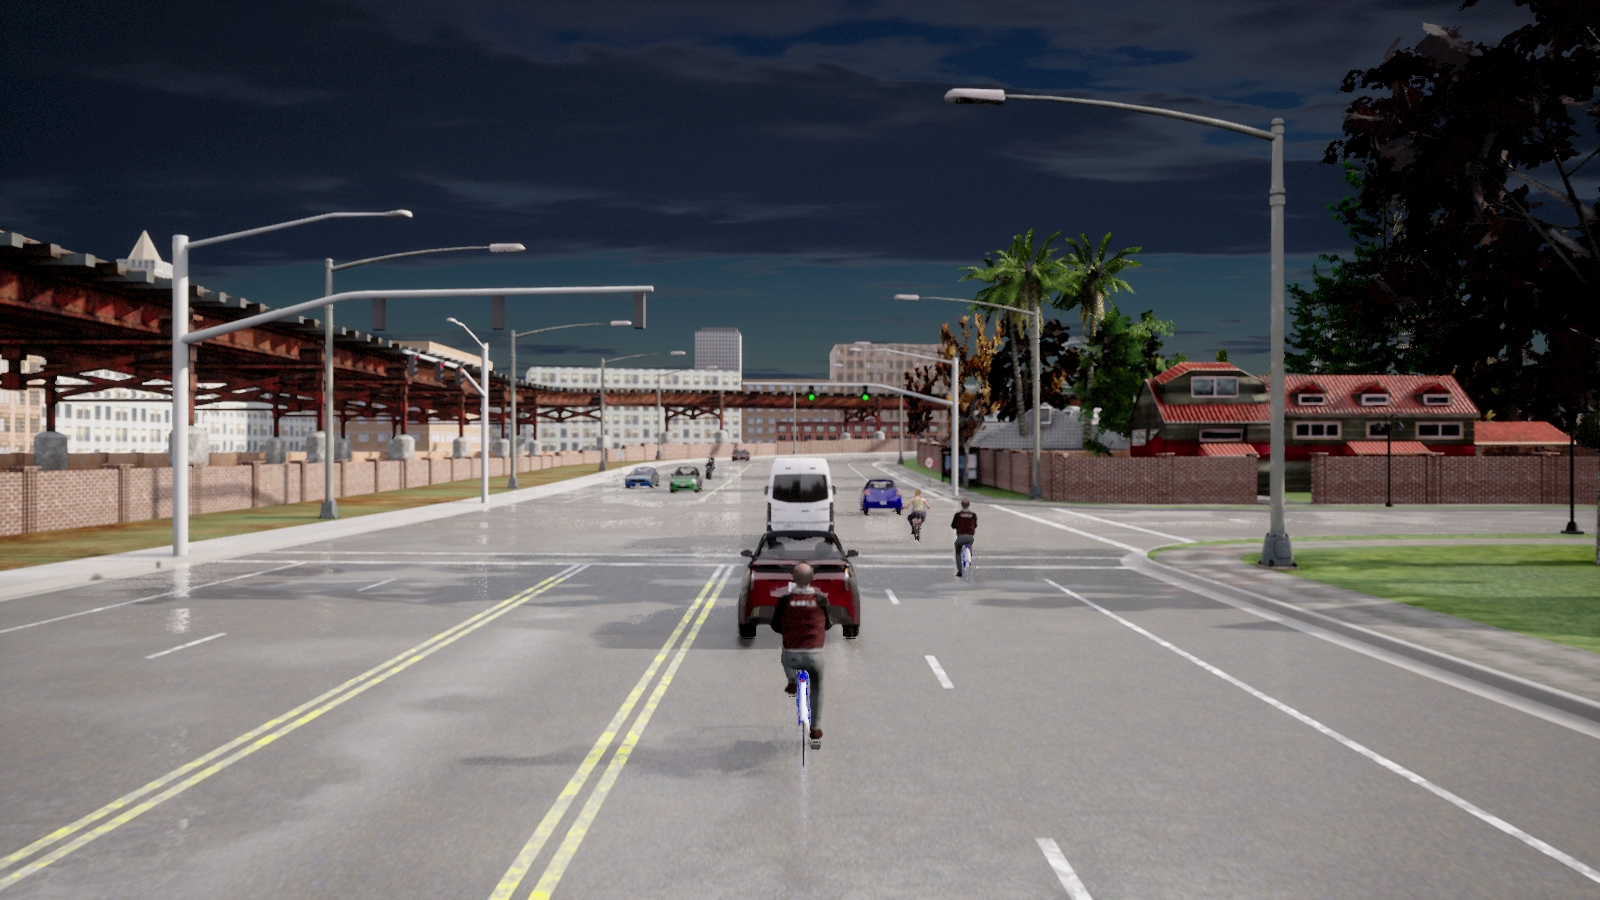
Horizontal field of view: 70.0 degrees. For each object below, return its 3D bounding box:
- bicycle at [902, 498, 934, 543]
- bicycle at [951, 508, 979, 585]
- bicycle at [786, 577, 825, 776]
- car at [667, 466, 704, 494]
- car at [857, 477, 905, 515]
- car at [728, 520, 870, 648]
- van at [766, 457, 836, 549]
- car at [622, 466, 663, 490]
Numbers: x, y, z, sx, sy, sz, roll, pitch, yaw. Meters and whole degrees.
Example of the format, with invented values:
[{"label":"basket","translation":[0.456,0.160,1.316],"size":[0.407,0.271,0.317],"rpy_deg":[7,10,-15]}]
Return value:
[{"label":"bicycle","translation":[3.583,2.135,34.882],"size":[0.859,1.301,1.487],"rpy_deg":[0,0,2]},{"label":"bicycle","translation":[3.518,2.041,24.493],"size":[0.329,1.496,1.835],"rpy_deg":[0,0,0]},{"label":"bicycle","translation":[0.043,2.045,10.711],"size":[0.329,1.496,1.835],"rpy_deg":[0,0,0]},{"label":"car","translation":[-6.998,1.821,70.334],"size":[1.851,1.617,3.988],"rpy_deg":[0,1,0]},{"label":"car","translation":[3.500,2.000,50.040],"size":[1.845,1.501,3.633],"rpy_deg":[0,0,0]},{"label":"car","translation":[-0.008,2.035,18.378],"size":[2.007,1.525,4.514],"rpy_deg":[0,0,0]},{"label":"van","translation":[0.016,1.524,35.430],"size":[1.988,2.561,5.915],"rpy_deg":[0,0,0]},{"label":"car","translation":[-10.499,1.855,76.596],"size":[2.033,1.411,5.357],"rpy_deg":[0,1,0]}]
